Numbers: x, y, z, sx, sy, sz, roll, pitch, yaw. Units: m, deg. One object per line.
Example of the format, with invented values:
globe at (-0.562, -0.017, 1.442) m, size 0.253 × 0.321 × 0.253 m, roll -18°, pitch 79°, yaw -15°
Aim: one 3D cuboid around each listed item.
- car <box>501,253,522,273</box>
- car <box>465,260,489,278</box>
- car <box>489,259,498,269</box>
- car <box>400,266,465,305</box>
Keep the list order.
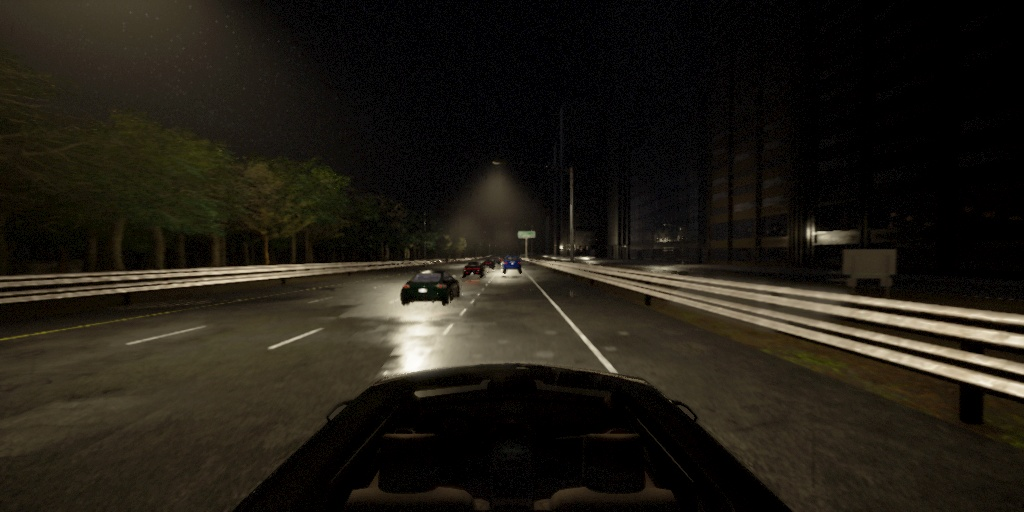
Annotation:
car at (0.050, 1.015, 45.098) m, size 2.150 × 2.045 × 5.566 m, roll 0°, pitch 0°, yaw 0°
car at (-3.524, 1.284, 34.075) m, size 1.837 × 1.490 × 4.892 m, roll 0°, pitch 0°, yaw 0°
car at (-3.601, 1.322, 56.596) m, size 1.837 × 1.490 × 4.892 m, roll 0°, pitch 0°, yaw 0°
car at (-3.495, 1.324, 16.051) m, size 1.994 × 1.385 × 4.181 m, roll 0°, pitch 0°, yaw 0°
